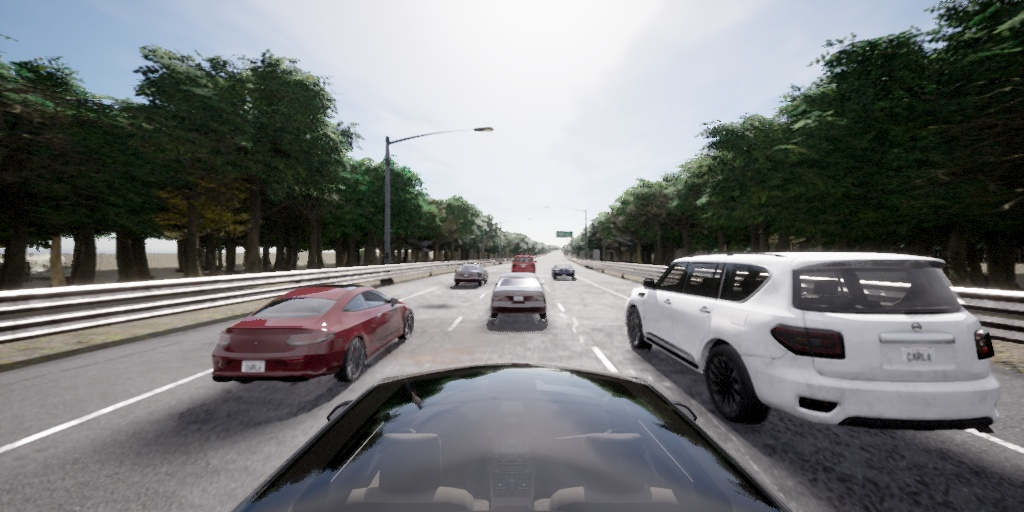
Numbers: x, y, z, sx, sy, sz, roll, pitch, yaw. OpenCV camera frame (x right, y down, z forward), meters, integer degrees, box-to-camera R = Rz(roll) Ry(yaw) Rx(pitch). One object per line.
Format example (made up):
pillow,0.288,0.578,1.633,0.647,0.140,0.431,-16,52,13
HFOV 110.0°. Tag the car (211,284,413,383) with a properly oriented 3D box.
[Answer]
car,-3.354,1.273,6.973,1.812,1.442,4.674,0,0,0

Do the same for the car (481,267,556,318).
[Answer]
car,0.250,1.296,13.013,2.033,1.411,5.357,0,0,1

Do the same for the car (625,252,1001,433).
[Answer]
car,3.640,0.973,5.876,2.150,2.045,5.566,0,0,0

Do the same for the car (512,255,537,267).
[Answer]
car,1.137,0.972,33.151,2.150,2.045,5.566,0,0,4

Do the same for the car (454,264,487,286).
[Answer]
car,-2.807,1.294,25.469,2.033,1.411,5.357,0,0,3

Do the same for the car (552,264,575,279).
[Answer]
car,4.630,1.354,32.937,1.895,1.301,4.718,0,0,4
